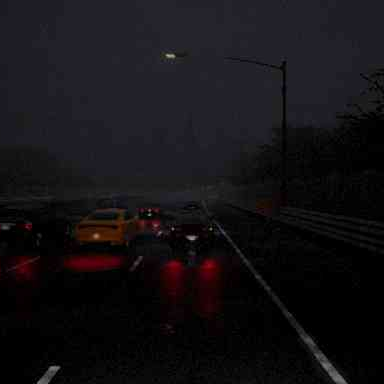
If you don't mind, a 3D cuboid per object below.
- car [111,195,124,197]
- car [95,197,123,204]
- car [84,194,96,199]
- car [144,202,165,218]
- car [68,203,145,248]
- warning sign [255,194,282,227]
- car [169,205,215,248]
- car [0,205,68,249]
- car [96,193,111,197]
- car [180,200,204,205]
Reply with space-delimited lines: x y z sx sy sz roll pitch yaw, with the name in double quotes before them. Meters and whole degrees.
"car" -16.558 1.411 77.079 1.994 1.385 4.181 0 0 2
"car" -6.999 1.452 29.663 1.882 1.535 5.008 0 0 0
"car" -23.551 1.348 77.379 1.837 1.490 4.892 0 0 2
"car" -3.499 1.584 29.693 1.895 1.301 4.718 0 0 0
"car" -3.499 1.476 14.657 1.882 1.535 5.008 0 0 0
"warning sign" 4.579 1.101 19.938 1.300 1.860 1.060 2 2 0
"car" 0.000 1.524 14.658 1.812 1.442 4.674 0 0 0
"car" -6.999 1.357 14.627 2.097 1.767 4.553 0 0 0
"car" -20.053 1.208 77.259 2.097 1.767 4.553 0 0 2
"car" 0.001 1.484 29.663 1.837 1.490 4.892 0 0 0
